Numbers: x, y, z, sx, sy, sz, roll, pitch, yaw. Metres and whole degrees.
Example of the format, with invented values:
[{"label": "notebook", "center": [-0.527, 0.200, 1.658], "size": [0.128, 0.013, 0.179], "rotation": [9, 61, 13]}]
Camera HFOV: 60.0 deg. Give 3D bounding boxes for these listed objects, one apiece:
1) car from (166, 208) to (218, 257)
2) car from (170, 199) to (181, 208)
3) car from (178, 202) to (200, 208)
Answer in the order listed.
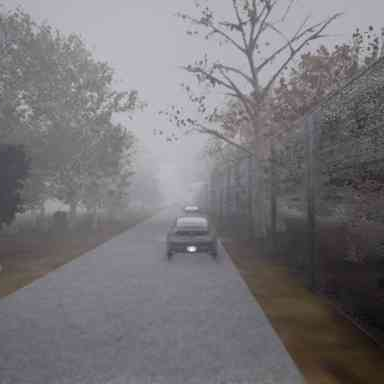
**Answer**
[{"label": "car", "center": [0.006, 1.651, 13.501], "size": [1.837, 1.490, 4.892], "rotation": [0, 0, 0]}, {"label": "car", "center": [-3.071, 2.247, 65.114], "size": [2.097, 1.767, 4.553], "rotation": [0, -2, 0]}, {"label": "car", "center": [-0.037, 1.832, 28.902], "size": [1.812, 1.442, 4.674], "rotation": [0, 0, 0]}]
